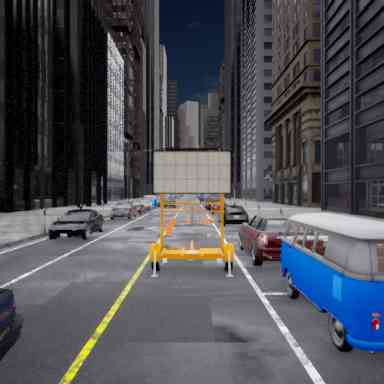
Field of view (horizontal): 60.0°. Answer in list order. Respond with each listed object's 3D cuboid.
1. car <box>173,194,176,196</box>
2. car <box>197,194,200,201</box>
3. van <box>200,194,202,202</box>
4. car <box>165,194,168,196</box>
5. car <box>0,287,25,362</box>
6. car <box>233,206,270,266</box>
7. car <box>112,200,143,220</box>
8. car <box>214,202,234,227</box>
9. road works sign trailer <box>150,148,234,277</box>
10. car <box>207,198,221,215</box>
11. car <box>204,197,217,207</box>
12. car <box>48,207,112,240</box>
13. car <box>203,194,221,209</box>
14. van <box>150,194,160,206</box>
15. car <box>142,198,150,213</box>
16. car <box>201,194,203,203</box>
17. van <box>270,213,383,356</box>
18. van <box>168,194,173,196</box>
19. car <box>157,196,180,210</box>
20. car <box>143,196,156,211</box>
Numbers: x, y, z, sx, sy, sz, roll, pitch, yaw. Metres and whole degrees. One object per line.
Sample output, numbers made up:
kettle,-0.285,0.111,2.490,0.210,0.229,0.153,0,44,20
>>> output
car,-5.732,1.358,78.799,2.192,1.841,5.009,0,0,0
car,2.791,1.353,73.197,2.192,1.841,5.009,0,0,0
van,2.786,1.370,61.978,1.690,1.788,3.998,0,0,0
car,-5.741,1.339,56.361,2.192,1.841,5.009,0,0,0
car,-3.098,1.547,1.981,2.033,1.411,5.357,0,0,0
car,2.768,1.440,11.496,1.967,1.590,4.097,0,0,0
car,-5.751,1.556,28.314,2.008,1.369,4.403,0,0,0
car,2.772,1.569,22.714,1.947,1.339,4.313,0,0,0
road works sign trailer,0.004,0.464,10.222,2.380,3.560,2.880,0,0,0
car,2.776,1.591,33.933,1.802,1.307,4.206,0,0,0
car,2.782,1.545,50.930,1.752,1.417,4.829,0,0,0
car,-5.755,1.567,17.095,1.947,1.339,4.313,0,0,0
car,2.778,1.327,39.542,2.192,1.841,5.009,0,0,0
van,-5.745,1.357,45.142,1.690,1.788,3.998,0,0,0
car,-5.749,1.591,33.923,1.802,1.307,4.206,0,0,0
car,2.780,1.331,45.151,2.192,1.841,5.009,0,0,0
van,2.766,1.341,5.887,1.690,1.788,3.998,0,0,0
van,-5.734,1.379,73.190,1.690,1.788,3.998,0,0,0
car,-3.082,1.563,44.295,2.033,1.411,5.357,0,0,0
car,-5.747,1.537,39.362,1.752,1.417,4.829,0,0,0
